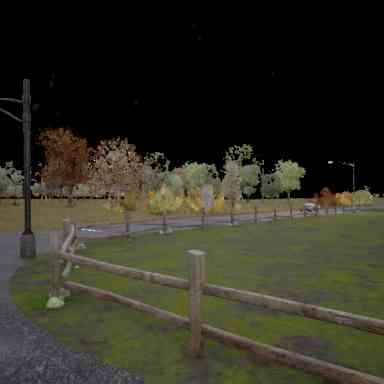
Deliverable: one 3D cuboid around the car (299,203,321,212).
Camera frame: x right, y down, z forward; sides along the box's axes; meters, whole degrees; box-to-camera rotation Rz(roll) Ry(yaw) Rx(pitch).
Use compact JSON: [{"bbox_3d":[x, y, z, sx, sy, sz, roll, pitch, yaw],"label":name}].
[{"bbox_3d":[18.874,2.448,52.974,2.033,1.411,5.357,-1,-2,40],"label":"car"}]
